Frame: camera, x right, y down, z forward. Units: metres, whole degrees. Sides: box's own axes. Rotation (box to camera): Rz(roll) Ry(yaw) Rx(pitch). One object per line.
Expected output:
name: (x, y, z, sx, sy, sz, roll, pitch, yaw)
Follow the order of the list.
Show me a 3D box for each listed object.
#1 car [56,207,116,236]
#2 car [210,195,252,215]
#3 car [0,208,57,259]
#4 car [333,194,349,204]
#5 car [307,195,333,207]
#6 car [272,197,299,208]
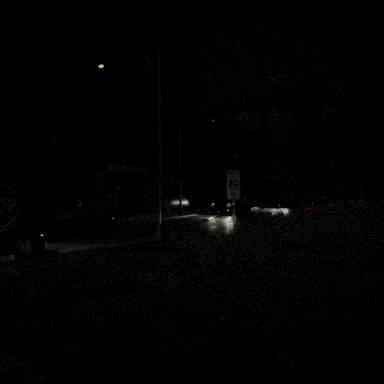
car: (-6.160, 1.450, 15.849, 2.033, 1.411, 5.357, -2, 0, 35)
car: (3.481, 1.083, 29.411, 2.097, 1.767, 4.553, -2, 0, 36)
car: (-6.850, 1.412, 9.790, 1.837, 1.490, 4.892, -1, 0, 35)
car: (23.253, 1.075, 52.115, 2.128, 1.511, 4.902, -2, -1, 36)
car: (15.815, 1.102, 41.654, 1.837, 1.490, 4.892, -2, -1, 35)
car: (11.434, 1.268, 40.512, 1.895, 1.301, 4.718, -2, -1, 36)
